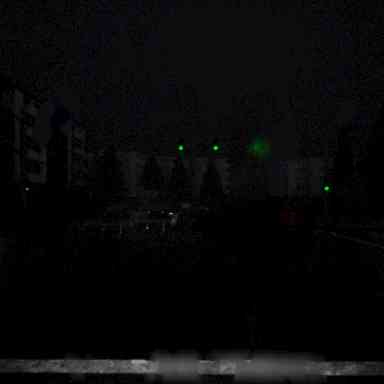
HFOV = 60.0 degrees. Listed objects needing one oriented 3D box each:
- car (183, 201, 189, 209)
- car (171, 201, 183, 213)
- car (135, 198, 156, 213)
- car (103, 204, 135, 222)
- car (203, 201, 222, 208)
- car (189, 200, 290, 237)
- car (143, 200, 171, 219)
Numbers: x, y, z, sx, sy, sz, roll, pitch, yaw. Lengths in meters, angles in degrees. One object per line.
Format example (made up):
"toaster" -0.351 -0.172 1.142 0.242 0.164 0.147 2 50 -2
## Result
"car" -1.627 2.411 62.654 1.895 1.301 4.718 0 -1 28
"car" -3.121 2.154 46.826 2.033 1.411 5.357 0 -1 8
"car" -6.471 1.837 47.402 2.150 2.045 5.566 0 -1 9
"car" -6.966 1.885 31.339 1.882 1.535 5.008 0 0 0
"car" 4.102 2.413 65.578 1.994 1.385 4.181 -1 -1 33
"car" 2.802 1.482 19.324 5.566 2.045 2.150 0 -1 1
"car" -3.524 1.927 34.637 1.882 1.535 5.008 0 -1 0
